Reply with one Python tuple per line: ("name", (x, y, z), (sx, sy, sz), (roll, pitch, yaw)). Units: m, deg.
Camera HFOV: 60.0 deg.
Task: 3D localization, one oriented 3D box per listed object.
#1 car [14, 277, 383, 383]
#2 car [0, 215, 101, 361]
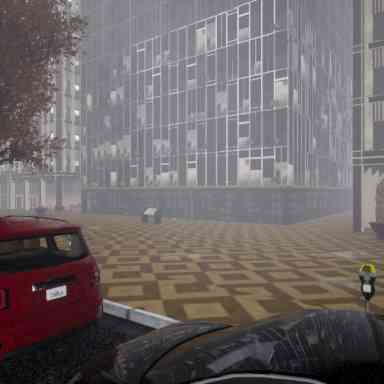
("car", (0.896, 1.566, 2.238), (4.313, 1.339, 1.947), (0, 0, 36))
("car", (-3.596, 1.315, 5.451), (5.009, 1.841, 2.192), (0, 0, 36))
